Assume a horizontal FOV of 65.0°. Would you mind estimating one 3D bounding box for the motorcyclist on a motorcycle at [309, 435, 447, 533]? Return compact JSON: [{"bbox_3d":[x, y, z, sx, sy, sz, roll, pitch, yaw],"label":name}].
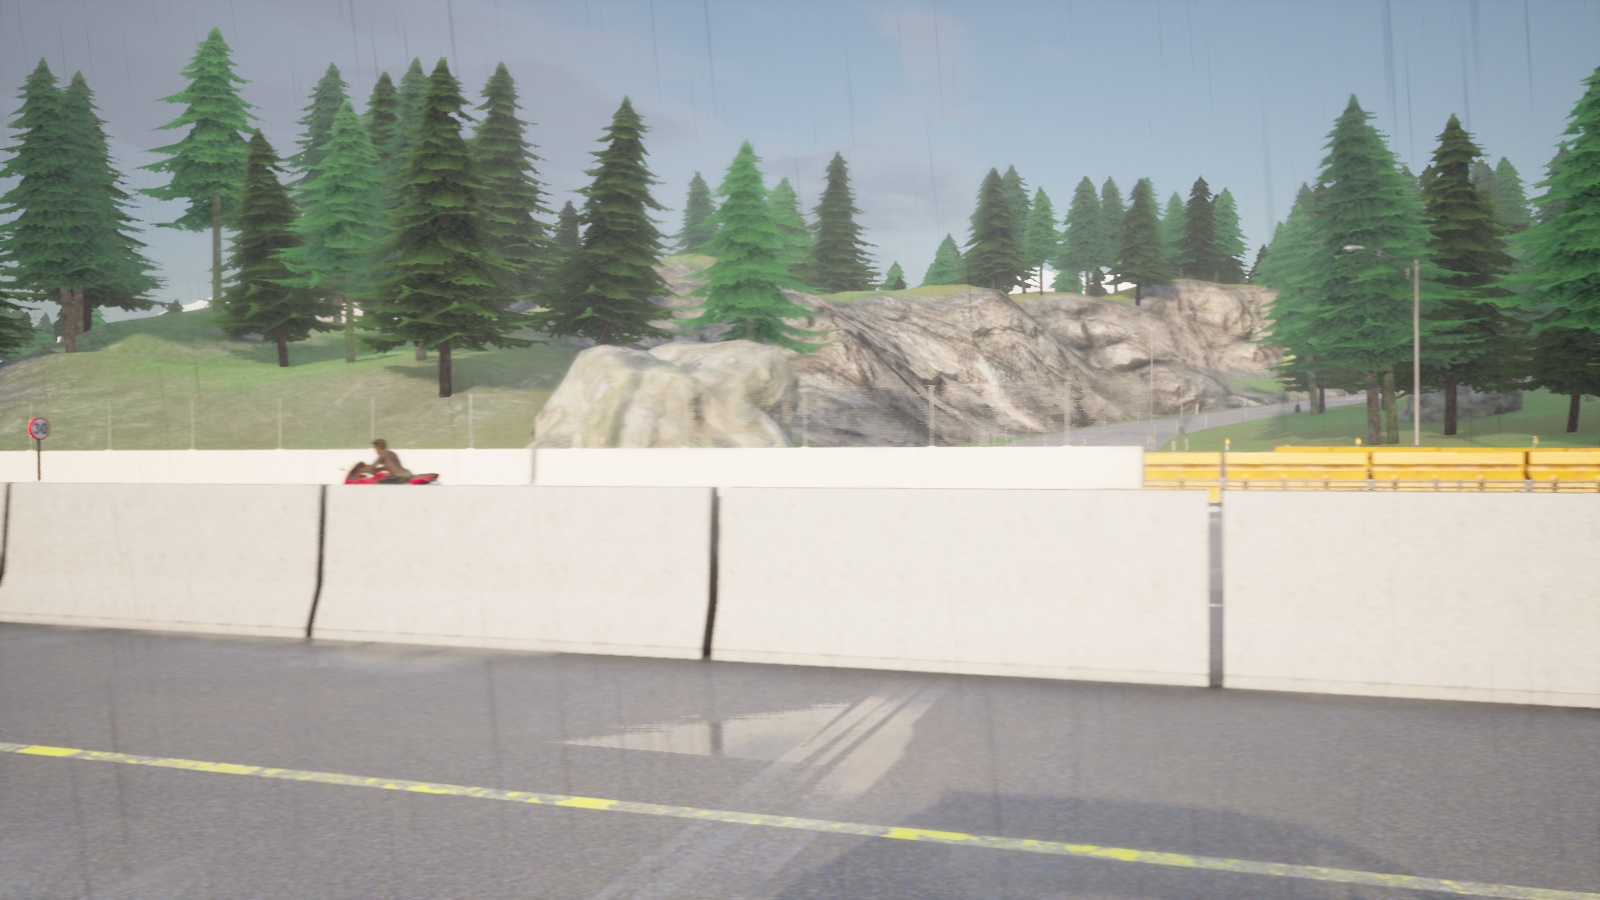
[{"bbox_3d":[-6.799,0.525,20.249,2.044,1.523,0.797,0,1,19],"label":"motorcyclist on a motorcycle"}]
